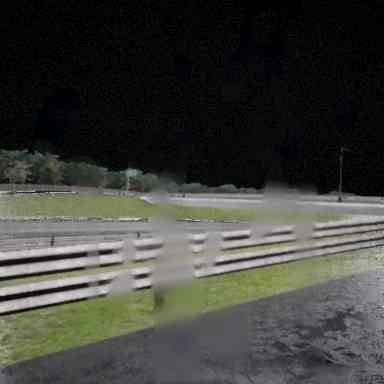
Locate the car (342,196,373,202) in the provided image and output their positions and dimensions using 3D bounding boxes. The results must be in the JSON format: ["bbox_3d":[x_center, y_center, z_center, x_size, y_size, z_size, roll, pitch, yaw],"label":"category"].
[{"bbox_3d":[31.481,1.572,63.462,5.357,1.411,2.033,1,-2,34],"label":"car"}]
